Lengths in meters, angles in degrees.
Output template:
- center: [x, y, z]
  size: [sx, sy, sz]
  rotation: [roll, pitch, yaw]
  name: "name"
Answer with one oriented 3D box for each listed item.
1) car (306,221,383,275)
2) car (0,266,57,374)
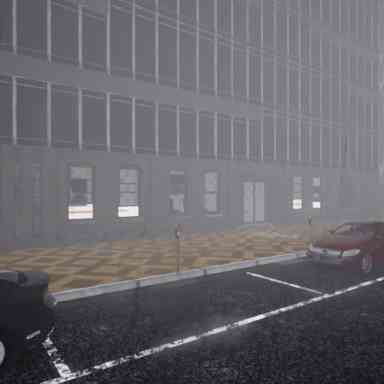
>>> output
- center: [5.358, 1.582, 10.384]
  size: [4.206, 1.307, 1.802]
  rotation: [0, 0, -36]
  name: "car"
- center: [-3.909, 1.551, 3.771]
  size: [4.403, 1.369, 2.008]
  rotation: [0, 0, -36]
  name: "car"
